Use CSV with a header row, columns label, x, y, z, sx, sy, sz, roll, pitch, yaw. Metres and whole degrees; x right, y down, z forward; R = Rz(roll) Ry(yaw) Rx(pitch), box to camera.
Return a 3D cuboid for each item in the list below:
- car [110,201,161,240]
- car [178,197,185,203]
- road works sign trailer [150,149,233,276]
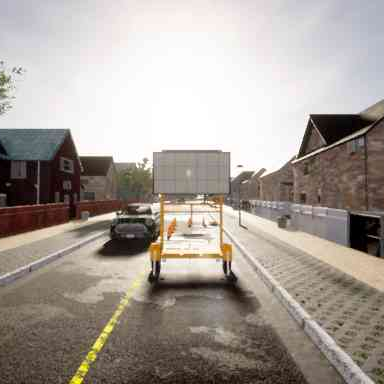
label,x,y,z,sx,sy,sz,roll,pitch,yaw
car,-2.761,1.393,17.142,2.097,1.767,4.553,0,0,0
car,-2.809,2.199,89.173,1.837,1.490,4.892,0,-1,0
road works sign trailer,-0.010,0.483,10.386,2.380,3.560,2.880,0,0,1
